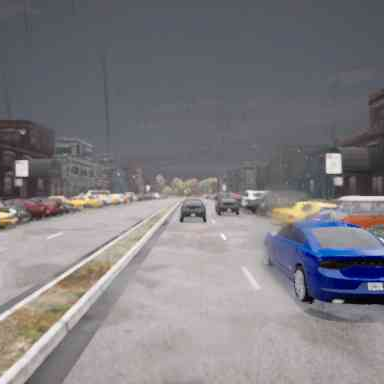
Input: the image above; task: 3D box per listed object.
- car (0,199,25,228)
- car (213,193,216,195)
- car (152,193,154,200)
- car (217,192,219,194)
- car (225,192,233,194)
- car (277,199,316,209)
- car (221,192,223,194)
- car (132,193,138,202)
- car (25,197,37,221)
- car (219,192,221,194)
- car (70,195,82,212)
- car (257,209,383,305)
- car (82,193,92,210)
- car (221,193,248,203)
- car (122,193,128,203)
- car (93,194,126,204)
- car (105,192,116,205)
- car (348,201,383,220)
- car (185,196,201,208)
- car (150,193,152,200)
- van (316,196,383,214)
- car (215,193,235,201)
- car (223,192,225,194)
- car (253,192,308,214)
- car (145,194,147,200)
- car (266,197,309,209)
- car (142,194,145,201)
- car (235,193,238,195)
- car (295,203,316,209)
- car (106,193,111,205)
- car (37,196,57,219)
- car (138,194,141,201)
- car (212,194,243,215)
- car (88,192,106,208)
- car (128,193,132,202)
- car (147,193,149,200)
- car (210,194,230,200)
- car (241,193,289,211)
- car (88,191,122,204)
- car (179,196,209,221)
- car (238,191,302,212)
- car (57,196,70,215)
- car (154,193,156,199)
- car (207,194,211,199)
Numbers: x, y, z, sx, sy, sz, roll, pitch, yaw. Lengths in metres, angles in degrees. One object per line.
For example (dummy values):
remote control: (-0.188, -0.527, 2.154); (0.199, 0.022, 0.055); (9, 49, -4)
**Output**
car: (-12.685, 1.322, 18.626); (5.366, 1.575, 1.946); (0, 1, 0)
car: (7.629, 0.931, 68.080); (5.566, 2.045, 2.435); (0, 0, 0)
car: (-12.779, 1.383, 85.179); (4.674, 1.452, 2.002); (0, -1, 0)
car: (7.633, 1.171, 62.564); (4.792, 1.488, 2.163); (0, 0, 0)
car: (7.586, 0.830, 43.274); (5.566, 2.045, 2.435); (0, 0, 0)
car: (7.815, 1.325, 18.464); (5.366, 1.575, 1.946); (0, 1, 0)
car: (7.583, 0.820, 48.785); (5.566, 2.045, 2.435); (0, 0, 0)
car: (-12.821, 1.124, 60.293); (4.892, 1.521, 2.231); (0, 0, 0)
car: (-12.898, 1.170, 21.282); (4.553, 1.767, 2.185); (0, 1, 0)
car: (7.601, 1.103, 57.049); (5.008, 1.535, 2.097); (0, 0, 0)
car: (-12.862, 1.199, 29.620); (4.892, 1.521, 2.231); (0, 1, 0)
car: (3.095, 1.420, 8.091); (1.882, 1.535, 5.008); (0, 0, 0)
car: (-12.857, 1.163, 32.524); (5.008, 1.535, 2.097); (0, 1, 0)
car: (7.636, 0.997, 59.807); (4.553, 1.767, 2.185); (0, 0, 0)
car: (-12.801, 0.810, 49.061); (5.566, 2.045, 2.435); (0, 0, 0)
car: (-12.824, 1.108, 51.835); (4.674, 1.452, 2.002); (0, 0, 0)
car: (-12.835, 1.108, 43.509); (4.674, 1.452, 2.002); (0, 0, 0)
car: (7.665, 1.279, 10.190); (4.553, 1.767, 2.185); (0, 1, 0)
car: (0.076, 1.208, 41.834); (1.895, 1.301, 4.718); (0, 0, 0)
car: (-12.784, 1.289, 79.746); (5.008, 1.535, 2.097); (0, -1, 0)
van: (7.516, 1.155, 12.946); (4.442, 1.987, 1.878); (0, 1, 0)
car: (7.564, 1.125, 76.350); (4.553, 1.767, 2.185); (0, 0, 0)
car: (7.585, 0.819, 46.027); (5.566, 2.045, 2.435); (0, 0, 0)
car: (7.593, 1.112, 26.738); (4.553, 1.767, 2.185); (0, 1, 0)
car: (-12.806, 1.211, 71.284); (5.008, 1.535, 2.097); (0, 0, 0)
car: (7.813, 1.296, 21.223); (5.366, 1.575, 1.946); (0, 1, 0)
car: (-12.775, 1.218, 68.506); (4.792, 1.488, 2.163); (0, 0, 0)
car: (7.647, 1.147, 37.766); (4.792, 1.488, 2.163); (0, 1, 0)
car: (7.628, 1.395, 15.708); (4.674, 1.452, 2.002); (0, 1, 0)
car: (-12.843, 1.122, 40.851); (4.674, 1.452, 2.002); (0, 1, 0)
car: (-12.858, 1.264, 24.061); (5.008, 1.535, 2.097); (0, 1, 0)
car: (-12.997, 1.141, 63.073); (5.366, 1.575, 1.946); (0, 0, 0)
car: (3.082, 1.224, 30.054); (1.837, 1.490, 4.892); (0, 1, 0)
car: (-13.030, 1.101, 38.080); (5.366, 1.575, 1.946); (0, 1, 0)
car: (-12.791, 0.957, 54.614); (4.553, 1.767, 2.185); (0, 0, 0)
car: (-12.790, 1.237, 74.064); (4.892, 1.521, 2.231); (0, -1, 0)
car: (7.770, 1.416, 92.897); (5.366, 1.575, 1.946); (0, -1, 0)
car: (7.651, 1.017, 35.007); (4.553, 1.767, 2.185); (0, 1, 0)
car: (-13.019, 1.058, 46.282); (5.366, 1.575, 1.946); (0, 0, 0)
car: (0.085, 1.283, 24.990); (1.837, 1.490, 4.892); (0, 1, 0)
car: (7.650, 0.923, 32.251); (5.566, 2.045, 2.435); (0, 1, 0)
car: (-12.888, 1.261, 26.841); (4.792, 1.488, 2.163); (0, 1, 0)
car: (-12.807, 1.402, 87.958); (4.792, 1.488, 2.163); (0, -1, 0)
car: (7.402, 1.385, 90.134); (5.366, 1.575, 1.946); (0, -1, 0)
